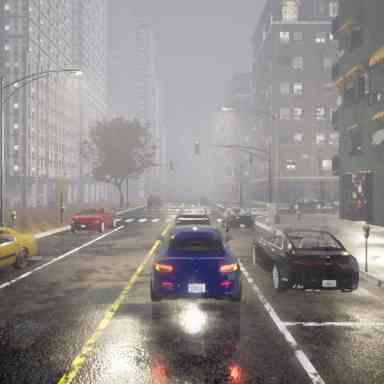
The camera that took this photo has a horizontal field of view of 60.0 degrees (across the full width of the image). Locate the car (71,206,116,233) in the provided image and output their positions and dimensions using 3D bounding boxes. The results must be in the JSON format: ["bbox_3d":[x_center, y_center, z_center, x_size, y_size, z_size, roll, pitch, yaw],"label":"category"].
[{"bbox_3d":[-5.726,1.549,19.720,1.887,1.381,4.507,0,0,0],"label":"car"}]

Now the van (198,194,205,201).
[{"bbox_3d":[2.524,1.425,85.262,1.690,1.788,3.998,0,0,0],"label":"van"}]

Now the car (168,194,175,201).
[{"bbox_3d":[-5.857,1.649,85.246,1.947,1.339,4.313,0,0,0],"label":"car"}]

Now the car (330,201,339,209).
[{"bbox_3d":[18.749,1.259,39.229,4.829,1.417,1.752,-1,1,-1],"label":"car"}]

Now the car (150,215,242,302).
[{"bbox_3d":[0.078,1.526,8.149,1.812,1.442,4.674,0,0,0],"label":"car"}]

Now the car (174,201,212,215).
[{"bbox_3d":[0.045,1.495,18.252,2.128,1.511,4.902,0,0,0],"label":"car"}]

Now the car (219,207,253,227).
[{"bbox_3d":[2.654,1.555,19.736,2.008,1.369,4.403,0,0,0],"label":"car"}]

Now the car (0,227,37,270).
[{"bbox_3d":[-5.704,1.526,8.484,1.752,1.417,4.829,0,0,0],"label":"car"}]

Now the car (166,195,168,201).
[{"bbox_3d":[-5.802,1.607,57.631,1.947,1.339,4.313,0,0,0],"label":"car"}]

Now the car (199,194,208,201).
[{"bbox_3d":[2.546,1.630,74.216,1.947,1.339,4.313,0,0,0],"label":"car"}]

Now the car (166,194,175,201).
[{"bbox_3d":[-5.868,1.410,90.768,2.192,1.841,5.009,0,0,0],"label":"car"}]

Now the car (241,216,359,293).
[{"bbox_3d":[2.676,1.552,8.670,2.008,1.369,4.403,0,0,0],"label":"car"}]

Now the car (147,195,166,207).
[{"bbox_3d":[-5.792,1.349,52.108,2.192,1.841,5.009,0,0,0],"label":"car"}]

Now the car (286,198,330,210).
[{"bbox_3d":[13.352,1.359,39.164,4.403,1.369,2.008,-1,1,-1],"label":"car"}]

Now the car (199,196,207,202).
[{"bbox_3d":[2.535,1.599,79.908,1.752,1.417,4.829,0,0,0],"label":"car"}]
